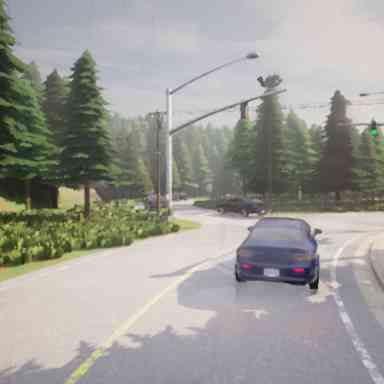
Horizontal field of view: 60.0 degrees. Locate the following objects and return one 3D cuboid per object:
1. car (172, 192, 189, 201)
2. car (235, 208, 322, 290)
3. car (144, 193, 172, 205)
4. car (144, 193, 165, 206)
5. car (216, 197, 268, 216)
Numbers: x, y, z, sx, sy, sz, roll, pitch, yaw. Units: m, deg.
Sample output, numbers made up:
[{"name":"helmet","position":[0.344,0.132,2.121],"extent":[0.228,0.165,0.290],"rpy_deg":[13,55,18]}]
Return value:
[{"name":"car","position":[-2.216,0.745,53.287],"extent":[2.128,1.511,4.902],"rpy_deg":[0,1,26]},{"name":"car","position":[2.368,1.394,8.759],"extent":[1.812,1.442,4.674],"rpy_deg":[0,1,20]},{"name":"car","position":[-3.650,1.048,33.444],"extent":[1.837,1.490,4.892],"rpy_deg":[0,1,-16]},{"name":"car","position":[-4.841,0.927,43.283],"extent":[1.812,1.442,4.674],"rpy_deg":[0,1,5]},{"name":"car","position":[3.912,1.142,26.565],"extent":[1.837,1.490,4.892],"rpy_deg":[2,0,-33]}]
